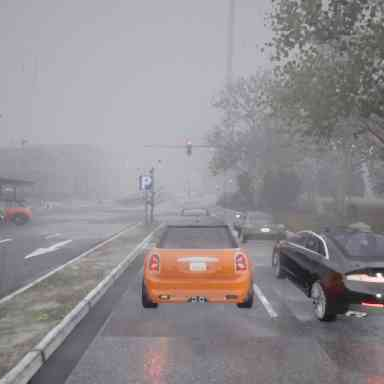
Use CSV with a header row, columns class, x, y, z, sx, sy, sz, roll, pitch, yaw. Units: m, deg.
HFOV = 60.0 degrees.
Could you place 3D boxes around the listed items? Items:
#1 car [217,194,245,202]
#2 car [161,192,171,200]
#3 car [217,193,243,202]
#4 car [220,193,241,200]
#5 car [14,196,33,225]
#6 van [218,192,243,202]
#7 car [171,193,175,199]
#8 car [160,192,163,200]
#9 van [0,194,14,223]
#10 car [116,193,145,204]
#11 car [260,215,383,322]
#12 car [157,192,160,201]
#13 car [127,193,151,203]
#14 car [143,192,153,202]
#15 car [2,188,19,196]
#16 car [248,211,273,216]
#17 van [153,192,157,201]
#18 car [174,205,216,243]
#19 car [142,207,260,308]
class,x,y,z,sx,sy,sz,roll,pitch,yaw
car,8.137,1.257,69.574,5.366,1.575,1.946,1,0,-13
car,-8.534,1.349,84.935,4.674,1.452,2.002,-1,0,-12
car,7.603,1.135,66.580,4.553,1.767,2.185,1,0,-14
car,9.380,1.121,81.281,4.553,1.767,2.185,1,0,-12
car,-13.650,1.401,23.189,4.553,1.767,2.185,-1,0,-19
van,7.223,1.036,63.610,4.442,1.987,1.878,1,0,-14
car,-8.086,1.056,87.941,5.566,2.045,2.435,-1,0,-12
car,-9.712,1.352,75.950,4.674,1.452,2.002,-1,0,-13
van,-13.622,1.294,20.212,4.442,1.987,1.878,-1,0,-20
car,-11.503,1.352,60.998,4.792,1.488,2.163,-1,0,-15
car,3.102,1.501,7.217,2.128,1.511,4.902,0,0,0
car,-10.082,1.314,72.954,4.892,1.521,2.231,-1,0,-14
car,-10.770,1.189,66.942,4.553,1.767,2.185,-1,0,-14
car,-10.861,1.309,63.990,5.366,1.575,1.946,-1,0,-15
car,-28.214,0.131,51.850,2.002,1.452,4.674,6,-3,-19
car,3.145,1.586,16.129,1.994,1.385,4.181,0,0,1
van,-10.307,1.086,69.983,4.442,1.987,1.878,-1,0,-14
car,0.154,1.529,17.179,1.837,1.490,4.892,0,0,1
car,0.104,1.363,8.094,2.097,1.767,4.553,0,0,0
